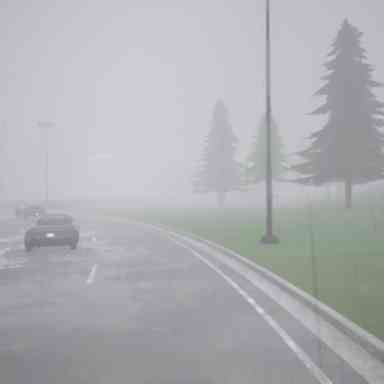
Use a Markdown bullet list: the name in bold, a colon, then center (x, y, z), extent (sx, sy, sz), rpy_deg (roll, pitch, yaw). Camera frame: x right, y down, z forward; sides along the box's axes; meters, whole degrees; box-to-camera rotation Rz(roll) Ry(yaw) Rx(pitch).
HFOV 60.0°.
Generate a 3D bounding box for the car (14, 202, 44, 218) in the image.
- **car**: center (-14.868, 1.663, 30.494), extent (1.837, 1.490, 4.892), rpy_deg (0, -1, -39)

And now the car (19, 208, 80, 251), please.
- **car**: center (-6.045, 1.631, 14.683), extent (1.994, 1.385, 4.181), rpy_deg (0, 0, -18)
